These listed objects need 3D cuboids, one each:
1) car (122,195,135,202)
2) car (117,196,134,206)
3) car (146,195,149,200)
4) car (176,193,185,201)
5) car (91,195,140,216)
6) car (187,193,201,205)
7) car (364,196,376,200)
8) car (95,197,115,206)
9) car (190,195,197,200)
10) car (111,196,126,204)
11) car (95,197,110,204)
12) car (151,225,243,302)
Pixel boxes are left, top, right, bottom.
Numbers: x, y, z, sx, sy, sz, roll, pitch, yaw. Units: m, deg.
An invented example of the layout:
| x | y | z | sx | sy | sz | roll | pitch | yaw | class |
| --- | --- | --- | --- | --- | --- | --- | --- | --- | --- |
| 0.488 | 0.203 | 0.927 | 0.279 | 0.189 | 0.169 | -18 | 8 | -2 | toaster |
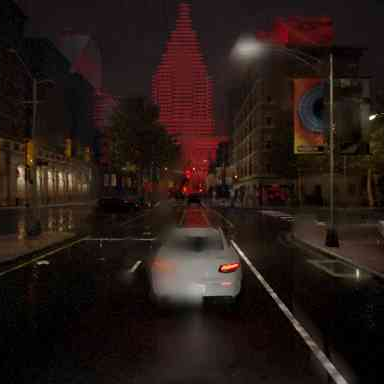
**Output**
| x | y | z | sx | sy | sz | roll | pitch | yaw | class |
| --- | --- | --- | --- | --- | --- | --- | --- | --- | --- |
| -14.633 | 1.478 | 76.772 | 1.882 | 1.535 | 5.008 | 0 | 0 | 0 | car |
| -11.313 | 1.478 | 56.753 | 1.882 | 1.535 | 5.008 | 0 | 0 | 0 | car |
| -11.132 | 1.355 | 76.787 | 2.097 | 1.767 | 4.553 | 0 | 0 | 0 | car |
| -3.085 | 1.218 | 86.476 | 2.150 | 2.045 | 5.566 | 0 | 0 | 0 | car |
| -7.598 | 1.352 | 33.143 | 4.553 | 1.767 | 2.097 | 0 | 0 | -29 | car |
| 0.379 | 1.221 | 57.749 | 2.150 | 2.045 | 5.566 | 0 | 0 | 0 | car |
| 34.771 | 1.481 | 68.044 | 2.231 | 1.521 | 4.892 | 0 | 0 | 0 | car |
| -14.812 | 1.547 | 56.819 | 2.033 | 1.411 | 5.357 | 0 | 0 | 0 | car |
| 0.451 | 1.500 | 93.929 | 1.837 | 1.490 | 4.892 | 0 | 0 | 0 | car |
| -14.699 | 1.505 | 66.358 | 1.837 | 1.490 | 4.892 | 0 | 0 | 1 | car |
| -17.930 | 1.595 | 66.904 | 1.895 | 1.301 | 4.718 | 0 | 0 | 0 | car |
| 0.115 | 1.526 | 8.149 | 1.812 | 1.442 | 4.674 | 0 | 0 | 1 | car |
